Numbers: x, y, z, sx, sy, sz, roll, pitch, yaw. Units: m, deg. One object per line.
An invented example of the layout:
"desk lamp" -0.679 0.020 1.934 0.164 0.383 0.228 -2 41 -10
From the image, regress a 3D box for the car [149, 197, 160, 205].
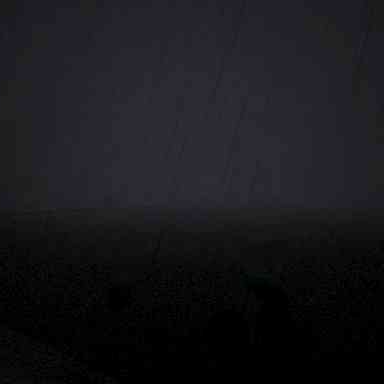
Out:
"car" -5.855 1.564 60.712 1.994 1.385 4.181 0 0 35

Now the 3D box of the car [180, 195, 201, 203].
"car" -0.202 1.477 68.917 1.882 1.535 5.008 0 0 35

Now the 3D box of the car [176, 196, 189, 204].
"car" -0.152 1.564 56.662 1.994 1.385 4.181 0 0 35

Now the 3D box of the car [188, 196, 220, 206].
"car" 1.990 1.478 53.634 1.882 1.535 5.008 0 0 35

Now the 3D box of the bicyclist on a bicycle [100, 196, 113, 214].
"bicyclist on a bicycle" -8.062 1.156 31.742 1.656 1.620 0.582 33 17 27

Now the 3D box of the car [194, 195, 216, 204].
"car" 2.668 1.477 66.914 1.882 1.535 5.008 0 0 35

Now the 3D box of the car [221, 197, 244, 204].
"car" 7.952 1.601 62.253 1.895 1.301 4.718 0 0 35

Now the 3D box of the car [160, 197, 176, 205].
"car" -3.025 1.564 58.659 1.994 1.385 4.181 0 0 35
